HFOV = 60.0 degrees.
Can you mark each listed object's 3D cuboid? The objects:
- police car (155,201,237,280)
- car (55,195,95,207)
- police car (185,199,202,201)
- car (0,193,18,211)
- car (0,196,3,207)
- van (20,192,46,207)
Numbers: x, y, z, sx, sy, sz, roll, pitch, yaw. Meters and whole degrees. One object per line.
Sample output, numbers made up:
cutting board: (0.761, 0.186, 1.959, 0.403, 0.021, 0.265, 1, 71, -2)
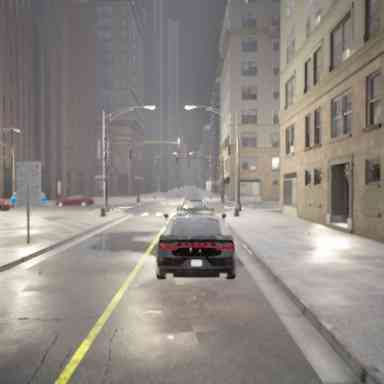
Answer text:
police car: (0.094, 1.262, 9.595, 1.930, 1.638, 5.238, 0, 1, 0)
car: (-14.014, 1.051, 39.866, 4.507, 1.381, 1.887, -1, 1, 0)
police car: (0.093, 1.180, 19.312, 2.038, 1.542, 4.974, 0, 1, 0)
car: (-19.656, 0.992, 31.353, 5.009, 1.841, 2.192, -1, 1, 0)
car: (-25.261, 1.224, 39.901, 4.206, 1.307, 1.802, -1, 1, 0)
van: (-19.640, 0.915, 39.878, 3.998, 1.788, 1.690, -1, 1, 0)
